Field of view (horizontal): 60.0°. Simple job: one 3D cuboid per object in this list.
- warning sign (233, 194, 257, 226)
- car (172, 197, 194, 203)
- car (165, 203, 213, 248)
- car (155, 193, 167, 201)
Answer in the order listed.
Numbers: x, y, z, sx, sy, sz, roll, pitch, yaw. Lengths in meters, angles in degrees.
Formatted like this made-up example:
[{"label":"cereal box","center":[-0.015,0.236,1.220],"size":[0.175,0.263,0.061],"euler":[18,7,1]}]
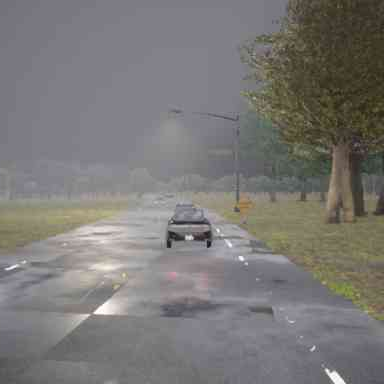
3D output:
[{"label":"warning sign","center":[3.270,1.092,20.658],"size":[1.300,1.860,1.060],"euler":[1,1,-2]},{"label":"car","center":[-0.597,1.462,29.723],"size":[2.128,1.511,4.902],"euler":[0,0,-2]},{"label":"car","center":[-0.149,1.481,14.695],"size":[2.128,1.511,4.902],"euler":[0,0,-1]},{"label":"car","center":[-7.420,1.202,76.450],"size":[2.097,1.767,4.553],"euler":[0,0,-6]}]
